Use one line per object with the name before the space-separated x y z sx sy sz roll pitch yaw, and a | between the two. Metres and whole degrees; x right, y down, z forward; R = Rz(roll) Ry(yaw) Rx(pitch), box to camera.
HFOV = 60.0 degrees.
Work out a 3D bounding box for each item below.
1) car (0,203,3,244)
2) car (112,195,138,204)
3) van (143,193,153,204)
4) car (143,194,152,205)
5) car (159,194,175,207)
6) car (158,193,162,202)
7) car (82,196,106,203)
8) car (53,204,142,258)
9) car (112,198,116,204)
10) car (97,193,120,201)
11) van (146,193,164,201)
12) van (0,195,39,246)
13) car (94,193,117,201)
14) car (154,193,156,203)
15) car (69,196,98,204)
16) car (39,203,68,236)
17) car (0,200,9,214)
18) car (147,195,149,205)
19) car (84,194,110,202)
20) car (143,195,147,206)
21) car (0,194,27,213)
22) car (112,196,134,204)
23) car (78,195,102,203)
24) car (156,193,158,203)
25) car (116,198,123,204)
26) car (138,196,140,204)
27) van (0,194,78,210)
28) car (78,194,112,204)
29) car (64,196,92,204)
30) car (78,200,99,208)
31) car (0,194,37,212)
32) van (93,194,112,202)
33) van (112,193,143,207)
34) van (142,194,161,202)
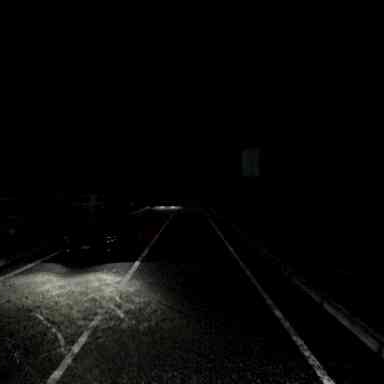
car | -8.906 1.363 10.401 4.553 1.767 2.185 0 0 -1
car | -9.408 1.487 38.428 5.366 1.575 1.946 0 0 -1
van | -9.282 1.305 55.251 4.442 1.987 1.878 0 0 -1
car | -9.363 1.524 52.446 5.008 1.535 2.097 0 0 -1
car | -3.718 1.529 52.265 1.837 1.490 4.892 0 -1 0
car | -9.486 1.309 66.462 5.566 2.045 2.435 0 0 -1
car | -22.675 1.682 77.058 4.792 1.488 2.163 0 0 -1
car | -3.365 1.472 12.975 1.882 1.535 5.008 0 0 -1
car | -9.102 1.478 27.225 4.892 1.521 2.231 0 0 -1
car | -22.820 1.432 90.937 5.566 2.045 2.435 0 0 -1
van | -9.864 1.392 88.884 4.442 1.987 1.878 0 0 -1
van | -8.849 1.260 13.206 4.442 1.987 1.878 0 0 -1
car | -22.848 1.430 88.160 5.566 2.045 2.435 0 0 -1
car | -9.424 1.420 60.856 4.553 1.767 2.185 0 0 -1
car | -22.432 1.628 68.733 5.366 1.575 1.946 0 0 -1
car | -8.985 1.486 16.009 4.892 1.521 2.231 0 0 -1
car | -22.266 1.588 35.163 4.674 1.452 2.002 0 0 -1
car | -9.310 1.547 49.643 4.792 1.488 2.163 0 0 -1
car | -22.762 1.409 79.833 5.566 2.045 2.435 0 0 -1
car | -9.281 1.539 46.840 4.792 1.488 2.163 0 0 -1
car | -22.271 1.302 38.072 5.566 2.045 2.435 0 0 -1
car | -9.188 1.483 35.630 5.008 1.535 2.097 0 0 -1
car | -22.706 1.520 74.281 4.553 1.767 2.185 0 0 -1
car | -9.454 1.427 63.659 4.553 1.767 2.185 0 0 -1
car | -9.106 1.507 30.023 4.792 1.488 2.163 0 0 -1
car | -9.281 1.525 41.233 4.792 1.488 2.163 0 0 -1
van | -9.137 1.258 18.810 4.442 1.987 1.878 0 0 -1
car | -9.107 1.228 24.418 5.566 2.045 2.435 0 0 -1
car | -22.594 1.626 65.954 4.892 1.521 2.231 0 0 -1
car | -9.043 1.481 21.615 5.008 1.535 2.097 0 0 -1
car | -22.300 1.309 40.733 5.566 2.045 2.435 0 0 -1
van | -22.908 1.449 85.383 4.442 1.987 1.878 0 0 -1
van | -9.165 1.277 44.038 4.442 1.987 1.878 0 0 -1
van | -9.776 1.371 80.477 4.442 1.987 1.878 0 0 -1
